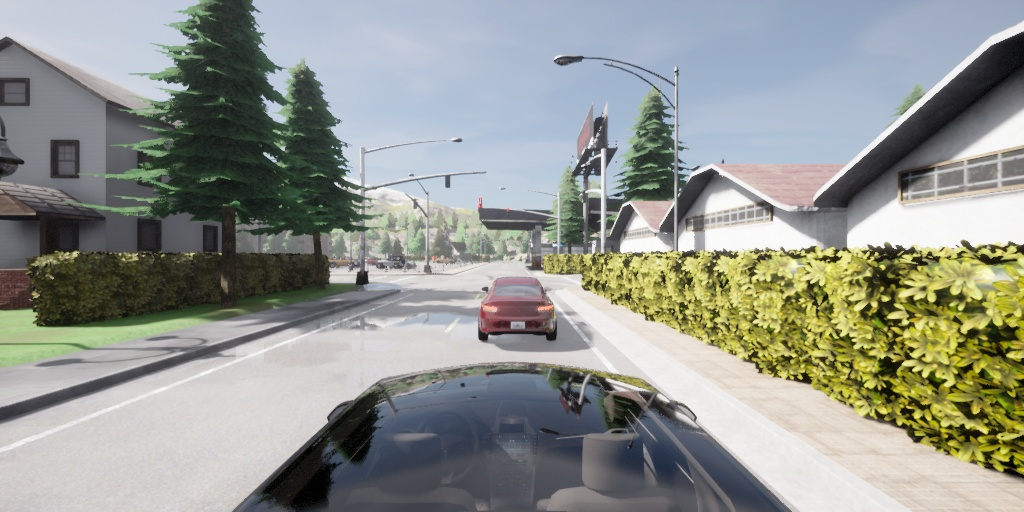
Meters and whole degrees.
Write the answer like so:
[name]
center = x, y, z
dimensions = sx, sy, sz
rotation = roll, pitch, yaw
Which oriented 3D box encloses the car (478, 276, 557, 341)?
[car]
center = 0.129, 1.276, 9.766
dimensions = 1.812, 1.442, 4.674
rotation = 0, 0, 0
